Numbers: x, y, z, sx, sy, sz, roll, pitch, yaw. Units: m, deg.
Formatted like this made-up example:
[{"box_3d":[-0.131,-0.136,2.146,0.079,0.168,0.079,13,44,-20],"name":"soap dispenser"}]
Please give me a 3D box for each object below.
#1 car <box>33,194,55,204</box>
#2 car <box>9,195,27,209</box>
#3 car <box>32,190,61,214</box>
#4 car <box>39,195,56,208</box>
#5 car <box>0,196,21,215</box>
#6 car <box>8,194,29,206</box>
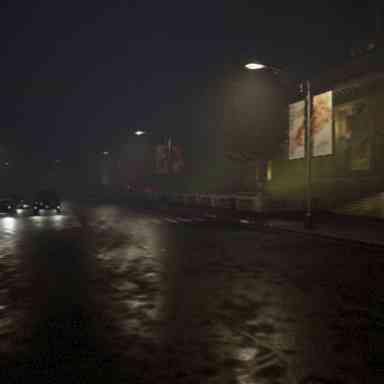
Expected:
[{"box_3d":[-22.077,1.009,49.433,2.033,1.411,5.357,-1,1,-34],"name":"car"},{"box_3d":[-19.998,1.119,37.316,1.837,1.490,4.892,-1,1,-23],"name":"car"},{"box_3d":[-13.547,0.879,31.113,2.150,2.045,5.566,-1,1,-23],"name":"car"},{"box_3d":[-17.382,1.085,40.093,1.812,1.442,4.674,-1,1,-23],"name":"car"},{"box_3d":[-16.404,1.307,28.910,1.895,1.301,4.718,-1,1,-23],"name":"car"},{"box_3d":[-24.545,1.061,46.844,2.033,1.411,5.357,-1,1,-34],"name":"car"}]
